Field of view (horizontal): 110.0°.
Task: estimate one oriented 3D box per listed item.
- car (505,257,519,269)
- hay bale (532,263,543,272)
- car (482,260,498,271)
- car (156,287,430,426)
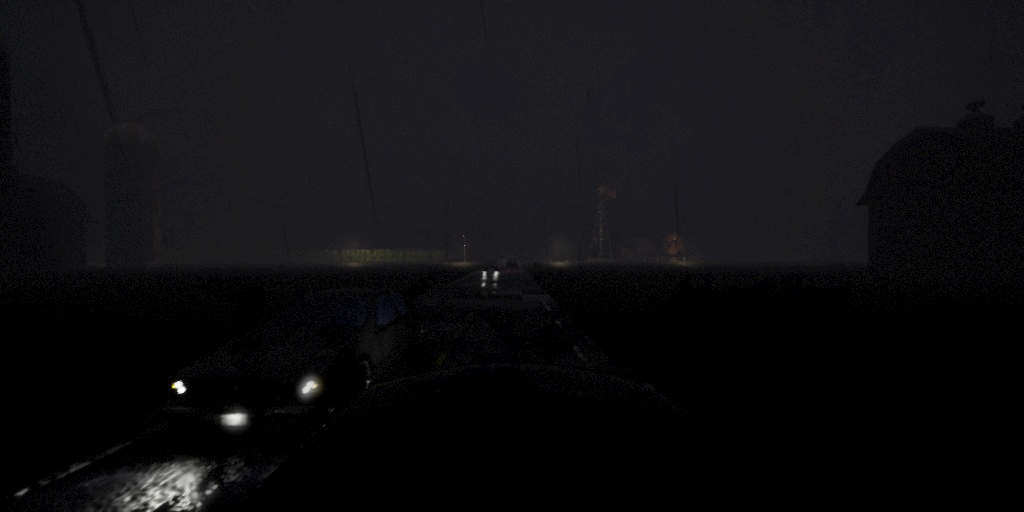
[{"bbox_3d":[0.019,1.156,53.251,2.128,1.511,4.902,0,0,0],"label":"car"},{"bbox_3d":[3.132,1.338,44.517,1.220,1.180,1.240,0,0,0],"label":"hay bale"},{"bbox_3d":[-2.819,1.200,48.070,1.812,1.442,4.674,0,0,0],"label":"car"},{"bbox_3d":[-2.849,1.292,6.344,2.033,1.411,5.357,0,0,0],"label":"car"}]
